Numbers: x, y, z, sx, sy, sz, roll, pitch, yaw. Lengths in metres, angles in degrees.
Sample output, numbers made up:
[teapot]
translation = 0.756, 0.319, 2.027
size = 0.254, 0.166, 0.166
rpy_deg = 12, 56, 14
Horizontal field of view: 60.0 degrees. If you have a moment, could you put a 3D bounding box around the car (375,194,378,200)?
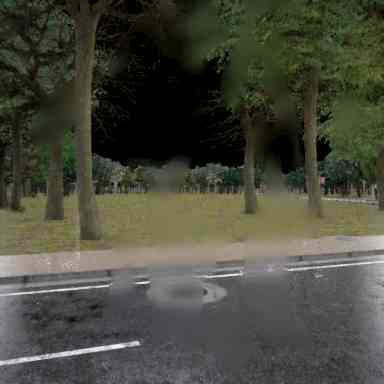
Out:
[car]
translation = 45.089, 1.225, 80.156
size = 1.812, 1.442, 4.674
rpy_deg = 0, 0, 5
